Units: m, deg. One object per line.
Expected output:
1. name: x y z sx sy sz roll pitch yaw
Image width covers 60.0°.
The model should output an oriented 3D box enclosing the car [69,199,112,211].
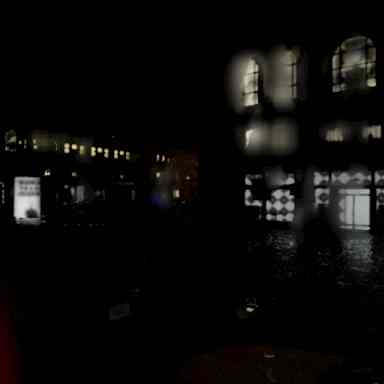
1. car: -11.469 1.505 36.978 1.994 1.385 4.181 0 0 35

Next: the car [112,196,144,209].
1. car: -9.184 1.488 44.745 1.752 1.417 4.829 0 0 35

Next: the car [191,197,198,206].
1. car: 2.114 1.550 56.172 2.128 1.511 4.902 0 0 35

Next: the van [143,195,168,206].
1. van: -5.909 1.331 49.407 1.690 1.788 3.998 0 0 35

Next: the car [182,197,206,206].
1. car: 0.347 1.571 58.310 1.752 1.417 4.829 0 0 35

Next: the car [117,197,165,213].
1. car: -5.362 1.530 35.517 1.887 1.381 4.507 0 0 35

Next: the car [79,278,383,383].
1. car: 1.692 1.528 1.667 4.829 1.417 1.752 0 0 35

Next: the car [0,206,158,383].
1. car: -2.678 1.288 4.785 5.009 1.841 2.192 0 0 36

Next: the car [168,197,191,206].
1. car: -2.732 1.569 53.927 2.008 1.369 4.403 0 0 35
